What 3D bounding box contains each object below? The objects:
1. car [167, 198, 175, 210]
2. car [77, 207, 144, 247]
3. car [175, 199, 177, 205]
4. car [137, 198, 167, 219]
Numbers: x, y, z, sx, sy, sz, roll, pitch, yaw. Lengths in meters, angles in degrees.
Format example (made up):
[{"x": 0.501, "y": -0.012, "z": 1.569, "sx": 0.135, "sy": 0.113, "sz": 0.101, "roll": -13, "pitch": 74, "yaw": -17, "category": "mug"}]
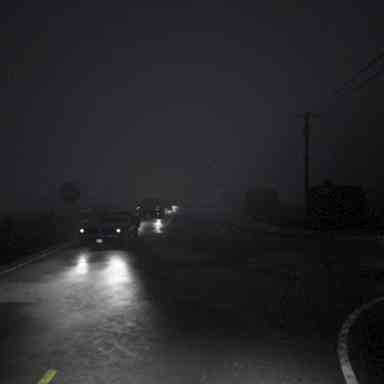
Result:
[{"x": -3.593, "y": 1.462, "z": 42.136, "sx": 1.882, "sy": 1.535, "sz": 5.008, "roll": 0, "pitch": 0, "yaw": 0, "category": "car"}, {"x": -3.599, "y": 1.597, "z": 15.167, "sx": 1.895, "sy": 1.301, "sz": 4.718, "roll": 0, "pitch": 0, "yaw": 0, "category": "car"}, {"x": -3.552, "y": 1.581, "z": 55.001, "sx": 1.895, "sy": 1.301, "sz": 4.718, "roll": 0, "pitch": 0, "yaw": 0, "category": "car"}, {"x": -3.597, "y": 1.341, "z": 29.044, "sx": 2.097, "sy": 1.767, "sz": 4.553, "roll": 0, "pitch": 0, "yaw": 0, "category": "car"}]
